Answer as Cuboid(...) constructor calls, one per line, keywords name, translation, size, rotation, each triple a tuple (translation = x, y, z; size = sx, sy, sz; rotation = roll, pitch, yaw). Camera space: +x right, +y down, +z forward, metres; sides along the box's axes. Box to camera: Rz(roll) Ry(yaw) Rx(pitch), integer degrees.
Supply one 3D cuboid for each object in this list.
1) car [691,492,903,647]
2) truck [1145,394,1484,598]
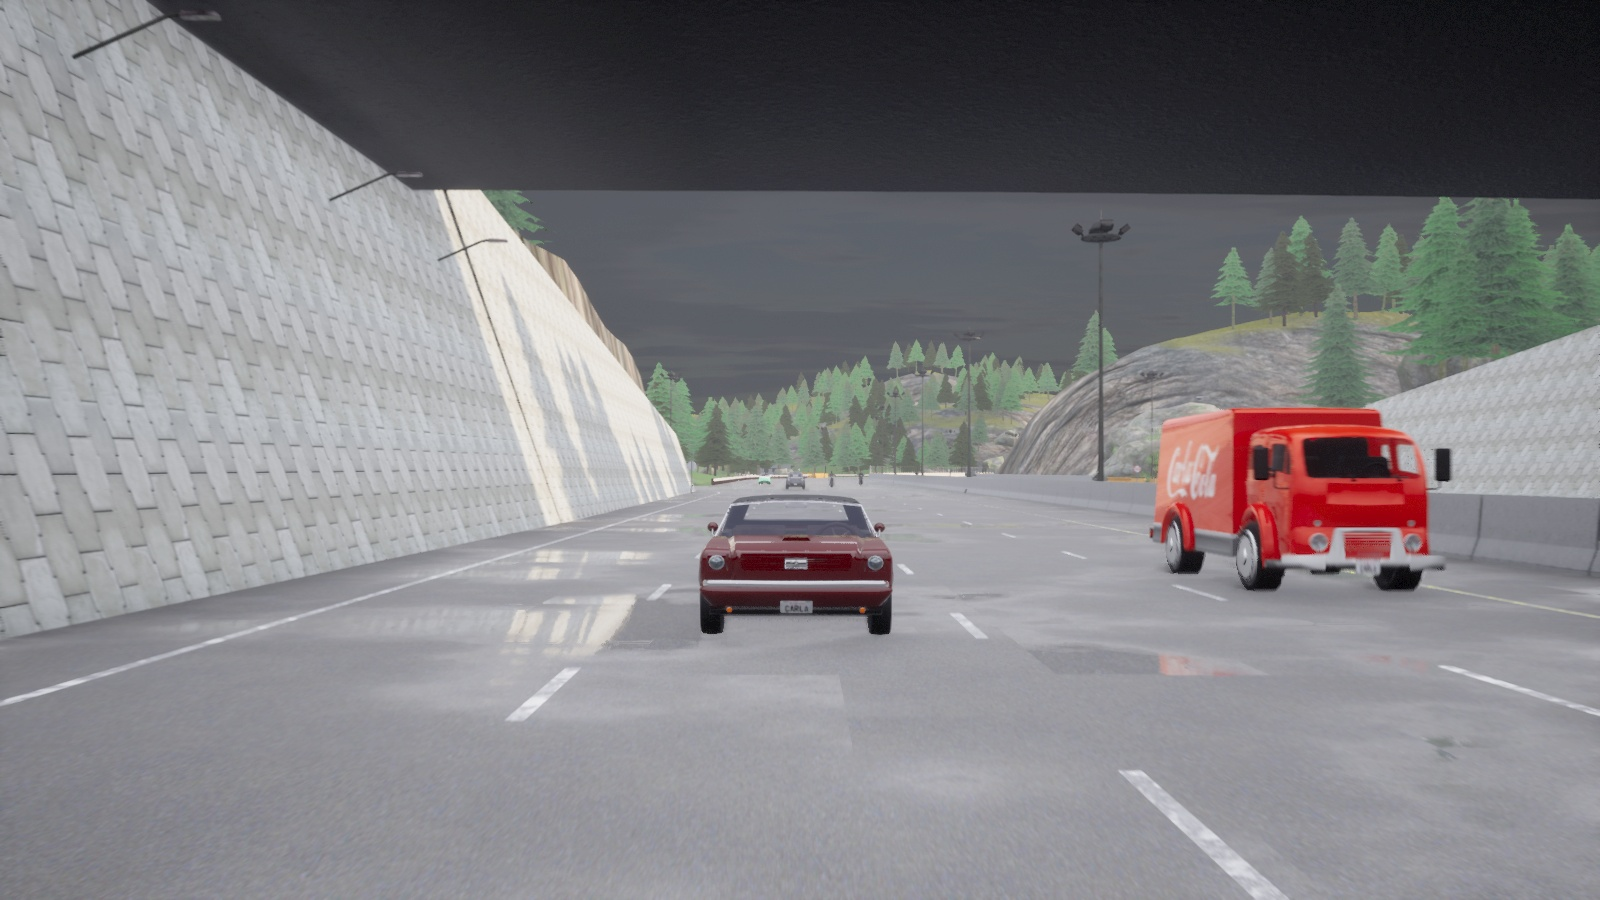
Cuboid(name="car", translation=(-0.034, 1.143, 13.593), size=(1.895, 1.301, 4.718), rotation=(0, -1, 0))
Cuboid(name="truck", translation=(6.950, 0.598, 17.825), size=(2.627, 2.467, 5.204), rotation=(0, -1, 0))
